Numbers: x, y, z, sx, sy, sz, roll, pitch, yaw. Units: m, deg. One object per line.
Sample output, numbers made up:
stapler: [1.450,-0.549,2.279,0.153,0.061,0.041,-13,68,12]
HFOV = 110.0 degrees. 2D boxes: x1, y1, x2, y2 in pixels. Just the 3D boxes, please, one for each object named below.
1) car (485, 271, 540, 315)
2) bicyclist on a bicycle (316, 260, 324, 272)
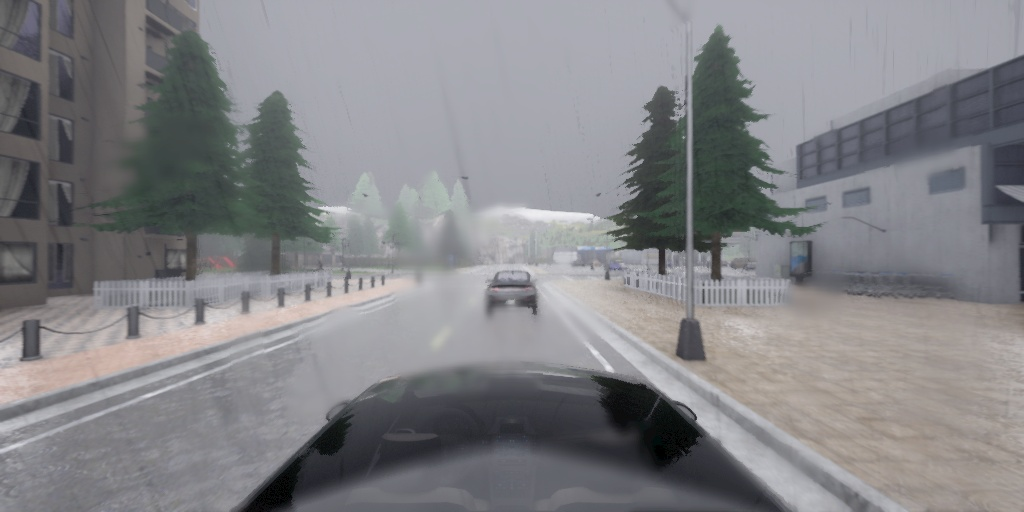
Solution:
car: [0.038,1.310,13.841,2.128,1.511,4.902,0,0,1]
bicyclist on a bicycle: [-21.785,1.253,40.678,0.582,1.620,1.656,0,0,1]
